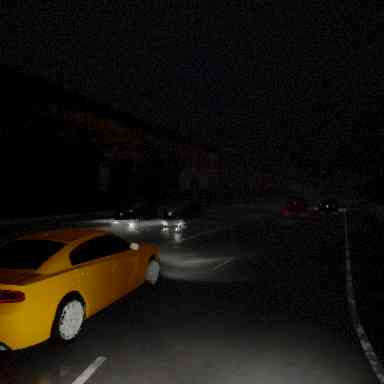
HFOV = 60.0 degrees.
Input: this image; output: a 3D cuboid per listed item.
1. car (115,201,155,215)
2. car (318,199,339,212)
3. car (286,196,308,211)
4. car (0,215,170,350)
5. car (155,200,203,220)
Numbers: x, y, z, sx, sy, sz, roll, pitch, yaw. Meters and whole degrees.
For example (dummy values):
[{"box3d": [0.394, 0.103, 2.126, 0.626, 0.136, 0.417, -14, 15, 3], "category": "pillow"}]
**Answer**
[{"box3d": [-4.531, 1.463, 27.950, 1.812, 1.442, 4.674, 0, 0, 25], "category": "car"}, {"box3d": [15.153, 1.485, 36.931, 1.994, 1.385, 4.181, 0, 0, 25], "category": "car"}, {"box3d": [12.528, 1.267, 39.588, 2.097, 1.767, 4.553, 0, 0, 24], "category": "car"}, {"box3d": [-2.260, 1.463, 6.517, 1.882, 1.535, 5.008, -1, 0, 17], "category": "car"}, {"box3d": [-0.697, 1.432, 27.932, 2.128, 1.511, 4.902, 0, 0, 25], "category": "car"}]
